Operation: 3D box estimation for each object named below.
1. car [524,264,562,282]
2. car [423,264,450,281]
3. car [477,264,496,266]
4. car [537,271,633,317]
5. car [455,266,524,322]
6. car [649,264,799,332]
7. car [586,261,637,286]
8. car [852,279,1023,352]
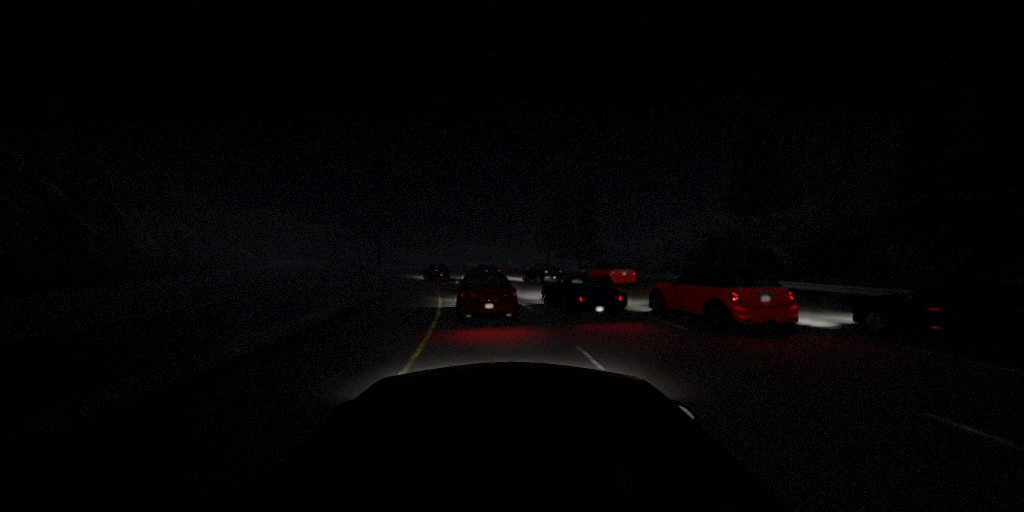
[{"bbox_3d":[2.337,1.381,28.442,2.128,1.511,4.902,0,0,-19],"label":"car"},{"bbox_3d":[-7.097,1.463,33.447,2.128,1.511,4.902,0,0,-23],"label":"car"},{"bbox_3d":[-2.294,1.422,30.978,2.128,1.511,4.902,0,0,-21],"label":"car"},{"bbox_3d":[2.464,1.404,13.550,1.895,1.301,4.718,0,0,-8],"label":"car"},{"bbox_3d":[-0.982,1.296,12.714,1.882,1.535,5.008,0,0,-8],"label":"car"},{"bbox_3d":[6.209,1.121,11.231,2.097,1.767,4.553,0,0,-7],"label":"car"},{"bbox_3d":[6.837,1.199,25.612,2.097,1.767,4.553,0,0,-15],"label":"car"},{"bbox_3d":[10.094,1.230,7.551,1.837,1.490,4.892,0,0,-4],"label":"car"}]
